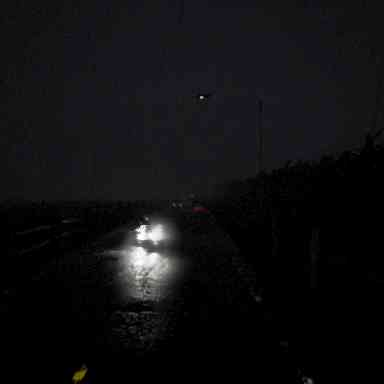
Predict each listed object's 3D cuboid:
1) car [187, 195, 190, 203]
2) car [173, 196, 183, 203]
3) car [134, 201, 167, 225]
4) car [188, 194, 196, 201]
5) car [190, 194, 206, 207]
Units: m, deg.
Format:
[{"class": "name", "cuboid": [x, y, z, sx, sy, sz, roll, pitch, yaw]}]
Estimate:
[{"class": "car", "cuboid": [0.021, 1.324, 67.349, 2.128, 1.511, 4.902, 0, 0, 0]}, {"class": "car", "cuboid": [-2.739, 1.391, 64.842, 2.033, 1.411, 5.357, 0, 0, 0]}, {"class": "car", "cuboid": [-2.841, 1.432, 23.389, 2.128, 1.511, 4.902, 0, 0, 0]}, {"class": "car", "cuboid": [0.024, 1.232, 78.138, 1.812, 1.442, 4.674, 0, 0, 0]}, {"class": "car", "cuboid": [0.977, 1.385, 49.785, 1.837, 1.490, 4.892, 0, 0, 0]}]
